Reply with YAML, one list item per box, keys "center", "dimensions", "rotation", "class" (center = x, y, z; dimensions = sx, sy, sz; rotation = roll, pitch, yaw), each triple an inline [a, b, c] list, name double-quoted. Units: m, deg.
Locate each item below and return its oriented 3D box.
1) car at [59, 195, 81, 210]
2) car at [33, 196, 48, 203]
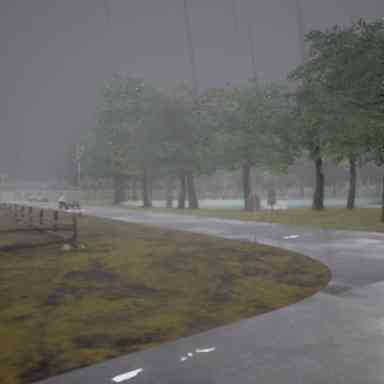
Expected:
- center: [-18.460, 1.523, 50.116]
  dimensions: [2.150, 2.045, 5.566]
  rotation: [-2, 1, -35]
  class: "car"
- center: [-36.120, 1.892, 80.033]
  dimensions: [1.837, 1.490, 4.892]
  rotation: [-2, 1, -35]
  class: "car"
